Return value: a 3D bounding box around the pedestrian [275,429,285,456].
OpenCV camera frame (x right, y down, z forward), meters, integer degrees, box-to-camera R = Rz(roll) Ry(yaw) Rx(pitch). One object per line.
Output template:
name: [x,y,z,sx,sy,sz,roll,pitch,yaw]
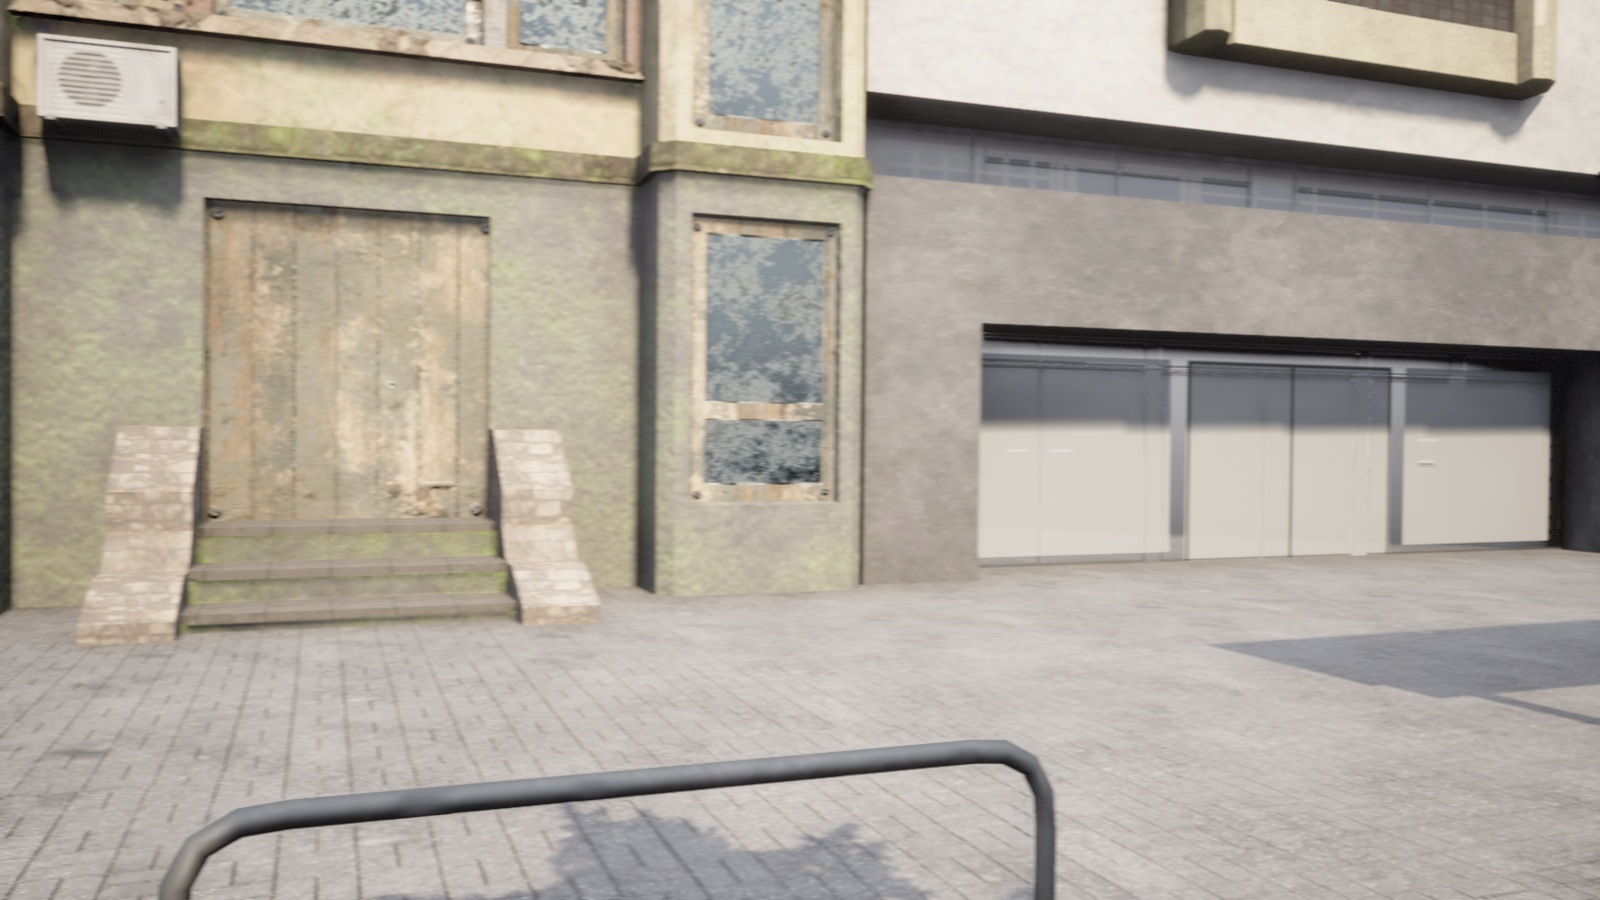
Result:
pedestrian: [-36.545,-0.539,88.239,0.594,1.836,0.345,-1,1,-22]
